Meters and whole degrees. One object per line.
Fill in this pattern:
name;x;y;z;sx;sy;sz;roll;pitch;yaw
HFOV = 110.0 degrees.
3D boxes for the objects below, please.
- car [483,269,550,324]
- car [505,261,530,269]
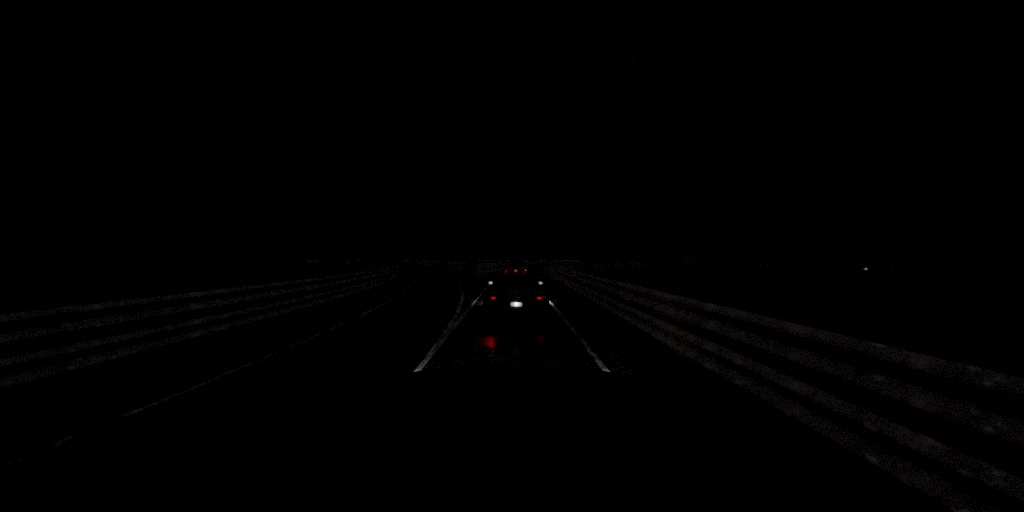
car;0.125;1.319;11.980;1.994;1.385;4.181;0;0;0
car;0.446;1.206;30.984;2.097;1.767;4.553;-1;0;4
